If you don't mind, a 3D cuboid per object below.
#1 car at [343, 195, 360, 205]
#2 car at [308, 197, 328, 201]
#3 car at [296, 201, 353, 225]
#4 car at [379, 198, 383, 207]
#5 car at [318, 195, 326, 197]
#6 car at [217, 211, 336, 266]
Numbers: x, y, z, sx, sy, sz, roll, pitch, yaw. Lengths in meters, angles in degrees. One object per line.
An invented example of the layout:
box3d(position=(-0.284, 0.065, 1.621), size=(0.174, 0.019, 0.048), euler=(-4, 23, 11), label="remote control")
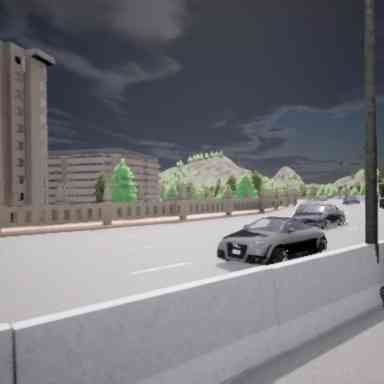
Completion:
box3d(position=(27.433, 1.262, 57.217), size=(2.097, 1.767, 4.553), euler=(-1, 0, 16), label="car")
box3d(position=(11.096, 1.490, 30.701), size=(1.812, 1.442, 4.674), euler=(0, 0, 35), label="car")
box3d(position=(8.290, 1.508, 21.426), size=(2.033, 1.411, 5.357), euler=(-1, 0, 41), label="car")
box3d(position=(27.673, 1.425, 46.892), size=(1.994, 1.385, 4.181), euler=(-1, 0, 22), label="car")
box3d(position=(26.644, 1.413, 67.979), size=(1.812, 1.442, 4.674), euler=(-1, 0, 14), label="car")
box3d(position=(2.765, 1.549, 11.044), size=(4.181, 1.385, 1.994), euler=(0, 0, -42), label="car")
